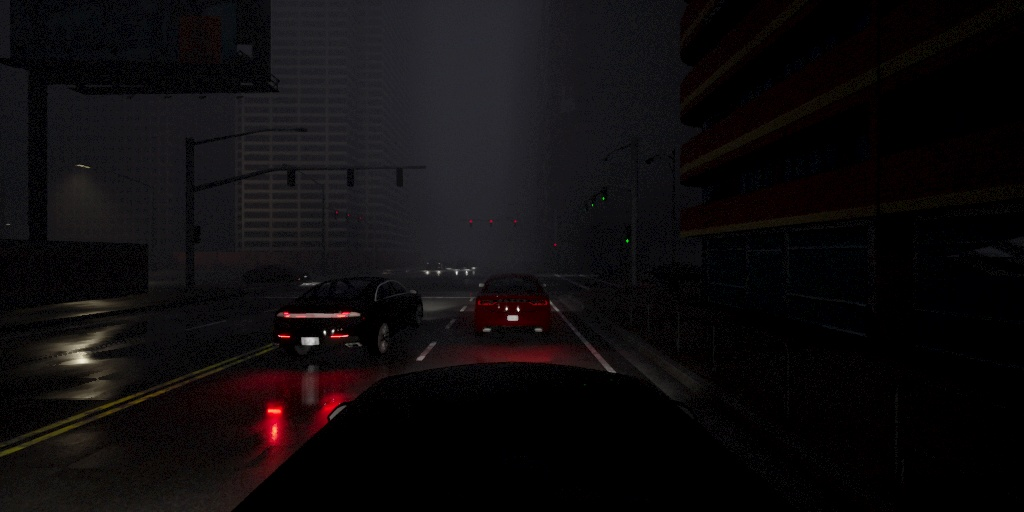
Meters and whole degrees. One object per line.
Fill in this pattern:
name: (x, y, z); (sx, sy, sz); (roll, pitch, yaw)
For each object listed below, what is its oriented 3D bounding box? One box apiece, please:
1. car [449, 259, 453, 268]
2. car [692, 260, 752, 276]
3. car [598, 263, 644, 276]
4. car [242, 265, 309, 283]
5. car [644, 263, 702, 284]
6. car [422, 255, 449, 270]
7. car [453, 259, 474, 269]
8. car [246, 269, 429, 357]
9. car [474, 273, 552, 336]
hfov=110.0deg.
car: (-11.011, 1.297, 61.904); (2.033, 1.411, 5.357); (0, 0, 0)
car: (21.452, 1.227, 36.698); (5.008, 1.535, 1.882); (0, 0, 0)
car: (11.326, 1.350, 36.748); (4.718, 1.301, 1.895); (0, 0, 2)
car: (-16.961, 1.314, 25.964); (4.181, 1.385, 1.994); (0, 0, 0)
car: (12.599, 1.241, 26.027); (4.902, 1.511, 2.128); (0, 0, 0)
car: (-10.963, 1.101, 51.705); (2.097, 1.767, 4.553); (0, 0, 0)
car: (-7.489, 1.254, 55.614); (1.837, 1.490, 4.892); (0, 0, 0)
car: (-3.476, 1.241, 8.552); (2.128, 1.511, 4.902); (0, 0, -1)
car: (0.012, 1.228, 10.440); (1.882, 1.535, 5.008); (0, 0, 0)
